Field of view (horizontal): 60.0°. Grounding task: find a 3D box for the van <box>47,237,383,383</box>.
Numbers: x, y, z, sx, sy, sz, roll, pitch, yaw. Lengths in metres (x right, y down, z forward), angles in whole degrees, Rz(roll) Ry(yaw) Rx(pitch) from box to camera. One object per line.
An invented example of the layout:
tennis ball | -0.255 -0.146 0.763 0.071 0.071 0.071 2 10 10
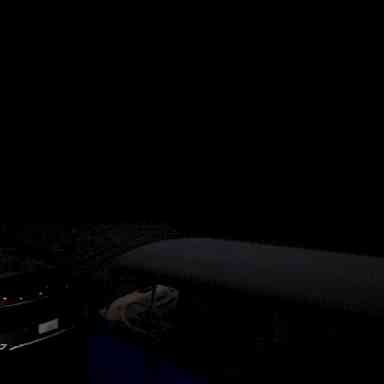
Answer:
van | 0.913 1.337 2.318 3.998 1.788 1.690 1 0 36

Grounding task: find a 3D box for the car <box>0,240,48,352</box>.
car | -3.628 1.499 5.630 4.403 1.369 2.008 1 0 36
